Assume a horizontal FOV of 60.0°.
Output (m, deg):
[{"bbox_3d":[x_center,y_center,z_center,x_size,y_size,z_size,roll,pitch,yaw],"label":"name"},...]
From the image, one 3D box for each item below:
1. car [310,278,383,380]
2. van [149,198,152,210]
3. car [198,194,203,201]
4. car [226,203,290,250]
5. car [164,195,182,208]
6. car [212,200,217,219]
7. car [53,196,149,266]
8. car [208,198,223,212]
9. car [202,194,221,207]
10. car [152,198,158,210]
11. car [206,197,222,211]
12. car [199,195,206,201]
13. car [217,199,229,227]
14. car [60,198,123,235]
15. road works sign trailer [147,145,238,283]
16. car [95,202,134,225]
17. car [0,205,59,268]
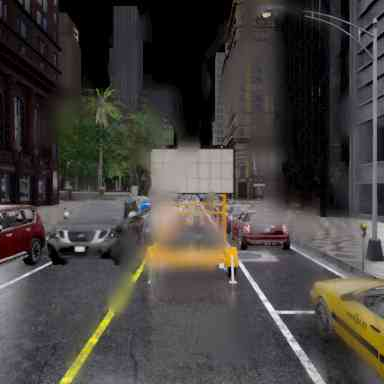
[{"bbox_3d":[2.765,1.525,3.638,1.752,1.417,4.829,0,0,0],"label":"car"},{"bbox_3d":[-5.721,1.350,36.044,1.690,1.788,3.998,0,0,0],"label":"van"},{"bbox_3d":[2.858,1.576,78.731,1.947,1.339,4.313,0,0,0],"label":"car"},{"bbox_3d":[2.777,1.441,14.318,1.967,1.590,4.097,0,0,0],"label":"car"},{"bbox_3d":[-2.940,1.505,47.730,2.128,1.511,4.902,0,0,0],"label":"car"},{"bbox_3d":[2.790,1.549,25.168,1.887,1.381,4.507,0,0,0],"label":"car"},{"bbox_3d":[-3.085,1.222,11.925,2.150,2.045,5.566,0,0,0],"label":"car"},{"bbox_3d":[2.798,1.557,30.593,2.008,1.369,4.403,0,0,0],"label":"car"},{"bbox_3d":[2.811,1.326,41.443,2.192,1.841,5.009,0,0,0],"label":"car"},{"bbox_3d":[-5.714,1.451,41.470,1.967,1.590,4.097,0,0,0],"label":"car"},{"bbox_3d":[2.805,1.534,36.188,1.752,1.417,4.829,0,0,0],"label":"car"},{"bbox_3d":[2.872,1.532,89.742,1.752,1.417,4.829,0,0,0],"label":"car"},{"bbox_3d":[2.784,1.442,19.743,1.967,1.590,4.097,0,0,0],"label":"car"},{"bbox_3d":[-5.742,1.317,19.766,2.192,1.841,5.009,0,0,0],"label":"car"},{"bbox_3d":[0.013,0.464,9.596,2.380,3.560,2.880,0,0,0],"label":"road works sign trailer"},{"bbox_3d":[-5.734,1.549,25.191,1.887,1.381,4.507,0,0,0],"label":"car"},{"bbox_3d":[-5.755,1.315,8.914,2.192,1.841,5.009,0,0,0],"label":"car"}]
